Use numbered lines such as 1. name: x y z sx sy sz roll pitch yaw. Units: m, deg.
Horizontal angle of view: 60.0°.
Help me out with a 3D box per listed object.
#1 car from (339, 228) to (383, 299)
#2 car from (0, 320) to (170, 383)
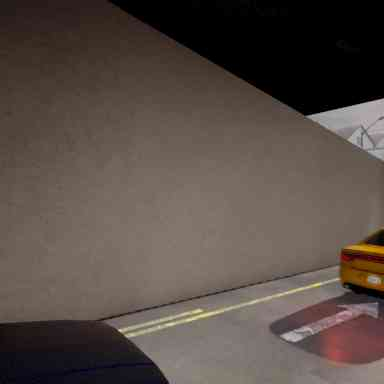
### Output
1. car: 5.400 1.478 7.610 5.008 1.535 1.882 0 0 -35
2. car: -2.697 1.547 1.861 5.357 1.411 2.033 0 0 -35
